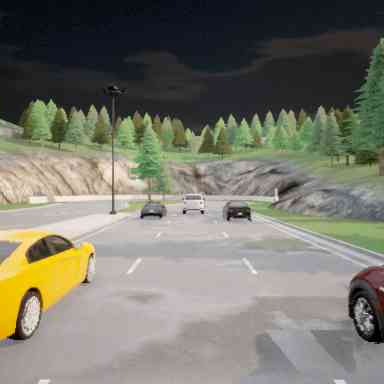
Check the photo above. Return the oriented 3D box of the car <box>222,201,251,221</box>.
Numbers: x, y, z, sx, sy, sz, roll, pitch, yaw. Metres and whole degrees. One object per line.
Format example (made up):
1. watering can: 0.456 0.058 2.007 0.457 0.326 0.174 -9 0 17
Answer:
1. car: 3.611 1.478 27.381 1.882 1.535 5.008 0 0 0

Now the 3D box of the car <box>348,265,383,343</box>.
1. car: 3.601 1.353 3.597 2.097 1.767 4.553 0 0 0

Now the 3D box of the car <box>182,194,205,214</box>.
1. car: 0.153 1.221 35.225 2.150 2.045 5.566 0 0 0

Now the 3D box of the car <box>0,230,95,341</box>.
1. car: -3.397 1.477 6.528 1.882 1.535 5.008 0 0 0

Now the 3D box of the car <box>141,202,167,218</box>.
1. car: -3.387 1.564 29.800 1.994 1.385 4.181 0 0 0

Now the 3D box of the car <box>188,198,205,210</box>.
1. car: 0.664 1.564 44.572 1.994 1.385 4.181 0 0 6
